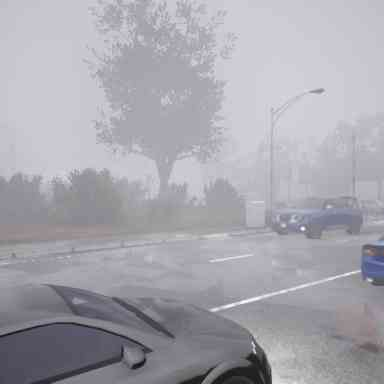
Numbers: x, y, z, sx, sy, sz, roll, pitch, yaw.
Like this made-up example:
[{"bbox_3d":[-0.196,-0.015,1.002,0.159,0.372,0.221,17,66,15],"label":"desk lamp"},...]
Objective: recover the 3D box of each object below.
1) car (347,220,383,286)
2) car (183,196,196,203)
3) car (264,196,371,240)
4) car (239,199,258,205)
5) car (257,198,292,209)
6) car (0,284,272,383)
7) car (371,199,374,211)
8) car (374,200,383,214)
[{"bbox_3d":[6.126,1.478,8.155,5.008,1.535,1.882,0,0,-36],"label":"car"},{"bbox_3d":[-0.760,1.391,66.177,2.128,1.511,4.902,0,0,-35],"label":"car"},{"bbox_3d":[6.592,1.221,17.215,5.566,2.045,2.150,0,0,-34],"label":"car"},{"bbox_3d":[8.409,1.593,46.065,1.895,1.301,4.718,0,0,-33],"label":"car"},{"bbox_3d":[11.686,1.594,47.434,1.895,1.301,4.718,0,0,-33],"label":"car"},{"bbox_3d":[-1.251,1.564,2.856,4.181,1.385,1.994,0,0,-36],"label":"car"},{"bbox_3d":[15.669,1.526,34.288,1.812,1.442,4.674,0,0,-30],"label":"car"},{"bbox_3d":[19.500,1.526,35.718,1.812,1.442,4.674,0,0,-36],"label":"car"}]
